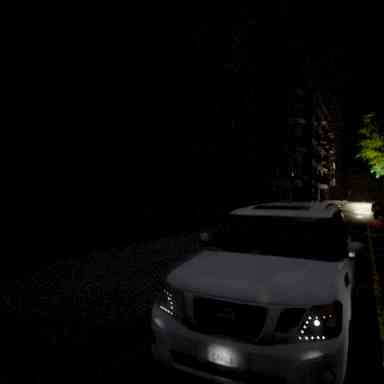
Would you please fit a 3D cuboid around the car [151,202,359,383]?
[{"bbox_3d":[1.554,1.229,5.644,2.150,2.045,5.566,0,0,27],"label":"car"}]

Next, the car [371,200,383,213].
[{"bbox_3d":[21.918,1.659,38.545,1.994,1.385,4.181,0,0,27],"label":"car"}]

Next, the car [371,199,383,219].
[{"bbox_3d":[17.200,1.424,29.350,2.097,1.767,4.553,0,0,27],"label":"car"}]
